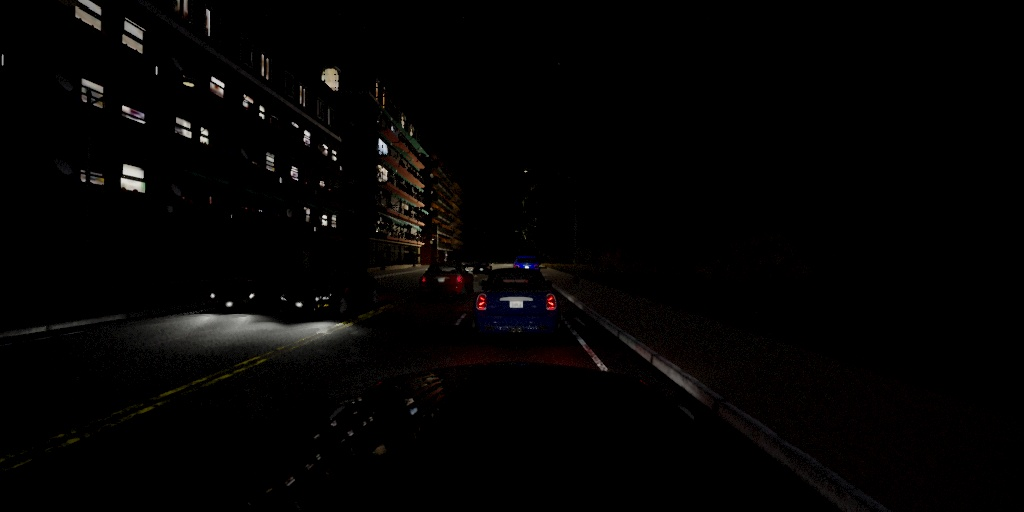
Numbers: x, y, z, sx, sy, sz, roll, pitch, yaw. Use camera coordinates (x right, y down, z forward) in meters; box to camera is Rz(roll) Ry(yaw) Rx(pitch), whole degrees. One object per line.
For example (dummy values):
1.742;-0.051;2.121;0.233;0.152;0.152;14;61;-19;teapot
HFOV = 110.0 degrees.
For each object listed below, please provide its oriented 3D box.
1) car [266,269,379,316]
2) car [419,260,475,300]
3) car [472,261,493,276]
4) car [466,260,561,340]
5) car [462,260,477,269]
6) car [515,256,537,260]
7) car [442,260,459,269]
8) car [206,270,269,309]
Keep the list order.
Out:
-6.595;1.257;13.530;1.837;1.490;4.892;0;0;0;car
-3.141;1.104;17.960;2.097;1.767;4.553;0;0;-1;car
-3.132;1.318;38.788;1.994;1.385;4.181;0;0;0;car
0.103;1.104;10.162;2.097;1.767;4.553;0;0;0;car
-6.566;1.353;55.750;1.895;1.301;4.718;0;0;0;car
1.151;0.979;30.115;2.150;2.045;5.566;0;0;0;car
-9.808;1.316;57.166;1.994;1.385;4.181;0;0;0;car
-9.843;1.300;15.142;2.033;1.411;5.357;0;0;0;car
